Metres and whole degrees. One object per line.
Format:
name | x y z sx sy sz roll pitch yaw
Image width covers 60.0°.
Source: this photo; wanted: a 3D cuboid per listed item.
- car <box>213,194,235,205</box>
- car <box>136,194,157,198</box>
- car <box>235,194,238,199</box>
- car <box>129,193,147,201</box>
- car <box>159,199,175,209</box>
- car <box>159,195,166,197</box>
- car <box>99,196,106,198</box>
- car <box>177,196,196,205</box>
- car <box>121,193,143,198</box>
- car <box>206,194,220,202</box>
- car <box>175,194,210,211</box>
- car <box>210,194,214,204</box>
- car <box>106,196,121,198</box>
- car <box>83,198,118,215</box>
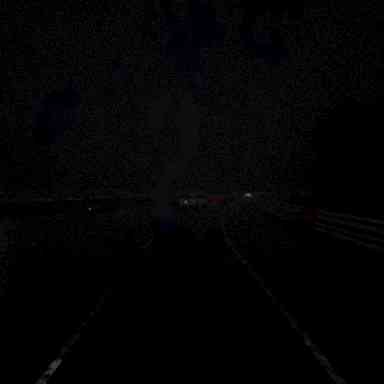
car | 5.714 1.426 58.665 1.882 1.535 5.008 0 0 19
car | -9.184 1.596 69.172 1.994 1.385 4.181 0 0 19
car | 8.849 1.415 78.607 2.128 1.511 4.902 0 0 19
car | -14.094 1.274 87.237 2.150 2.045 5.566 0 0 19
car | -2.695 1.636 44.923 1.895 1.301 4.718 0 0 19
car | -7.361 1.541 85.285 2.033 1.411 5.357 0 0 19
car | -19.215 1.638 72.289 1.812 1.442 4.674 0 0 19
car | -0.911 1.500 60.925 1.837 1.490 4.892 0 0 19
car | -12.495 1.566 70.307 1.837 1.490 4.892 0 0 19
car | 4.873 1.277 77.805 2.097 1.767 4.553 0 0 19
car | 0.132 1.240 42.385 2.150 2.045 5.566 0 0 19
car | 2.399 1.535 59.786 1.994 1.385 4.181 0 0 19
car | -15.815 1.685 71.414 1.895 1.301 4.718 0 0 19
car | -9.660 1.669 35.396 1.994 1.385 4.181 0 0 19
